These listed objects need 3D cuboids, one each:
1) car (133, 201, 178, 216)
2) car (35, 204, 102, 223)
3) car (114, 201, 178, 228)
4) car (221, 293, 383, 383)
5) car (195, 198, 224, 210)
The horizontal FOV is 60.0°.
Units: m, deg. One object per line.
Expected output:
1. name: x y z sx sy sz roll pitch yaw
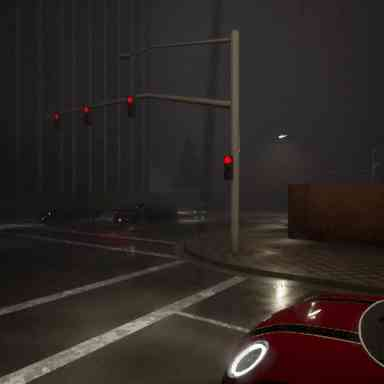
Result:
1. car: -3.560 1.601 33.624 1.895 1.301 4.718 0 0 35
2. car: -9.341 1.601 25.468 1.895 1.301 4.718 0 0 35
3. car: -2.946 1.491 22.171 2.128 1.511 4.902 0 0 36
4. car: 2.429 1.352 2.225 4.553 1.767 2.097 0 0 36
5. car: 2.283 1.491 41.835 2.128 1.511 4.902 0 0 36
